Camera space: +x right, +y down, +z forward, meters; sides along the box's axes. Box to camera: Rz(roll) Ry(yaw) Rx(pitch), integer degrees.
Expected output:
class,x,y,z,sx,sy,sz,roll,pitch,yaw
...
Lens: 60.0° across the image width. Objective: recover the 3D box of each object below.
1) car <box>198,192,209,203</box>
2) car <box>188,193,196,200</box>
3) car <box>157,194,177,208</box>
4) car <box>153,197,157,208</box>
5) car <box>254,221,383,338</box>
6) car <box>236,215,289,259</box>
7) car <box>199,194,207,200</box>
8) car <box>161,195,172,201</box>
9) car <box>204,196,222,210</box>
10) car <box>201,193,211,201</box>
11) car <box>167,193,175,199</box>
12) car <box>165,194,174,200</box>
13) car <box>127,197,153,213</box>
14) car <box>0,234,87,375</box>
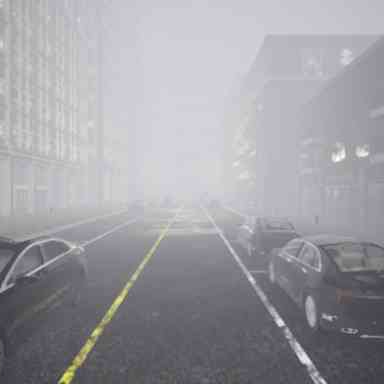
class,x,y,z,sx,sy,sz,roll,pitch,yaw
car,2.419,1.017,63.765,2.150,2.045,5.566,0,0,0
car,0.034,1.189,82.124,1.895,1.301,4.718,0,0,0
car,-3.065,1.199,44.376,2.097,1.767,4.553,0,0,0
car,-5.670,1.387,46.083,1.887,1.381,4.507,0,0,0
car,2.694,1.527,6.540,2.008,1.369,4.403,0,0,0
car,2.697,1.506,12.188,2.008,1.369,4.403,0,0,0
car,2.726,1.280,85.620,2.008,1.369,4.403,0,0,0
car,-5.660,1.324,74.326,1.947,1.339,4.313,0,0,0
car,2.708,1.442,40.432,1.802,1.307,4.206,0,0,0
car,2.710,1.282,46.080,1.967,1.590,4.097,0,0,0
car,-5.653,1.155,91.272,1.967,1.590,4.097,0,0,0
car,-5.654,1.279,85.622,2.008,1.369,4.403,0,0,0
car,-5.674,1.429,34.786,2.008,1.369,4.403,0,0,0
car,-3.090,1.473,5.059,2.128,1.511,4.902,0,0,0
